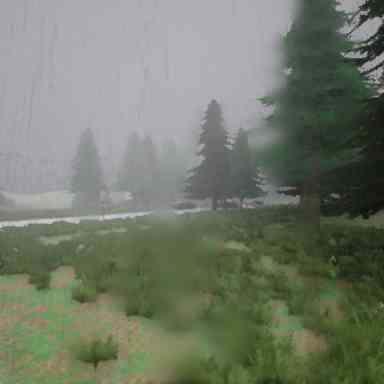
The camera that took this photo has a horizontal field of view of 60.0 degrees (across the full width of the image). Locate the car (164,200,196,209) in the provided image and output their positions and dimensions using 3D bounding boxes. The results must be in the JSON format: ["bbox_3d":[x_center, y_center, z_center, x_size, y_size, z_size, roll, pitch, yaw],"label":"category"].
[{"bbox_3d":[-1.503,1.820,44.967,2.033,1.411,5.357,0,0,35],"label":"car"}]

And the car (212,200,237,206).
[{"bbox_3d":[4.800,1.608,48.166,2.097,1.767,4.553,0,0,35],"label":"car"}]

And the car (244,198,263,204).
[{"bbox_3d":[10.512,1.748,56.416,2.128,1.511,4.902,0,0,35],"label":"car"}]
